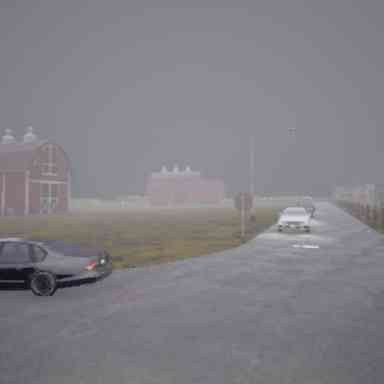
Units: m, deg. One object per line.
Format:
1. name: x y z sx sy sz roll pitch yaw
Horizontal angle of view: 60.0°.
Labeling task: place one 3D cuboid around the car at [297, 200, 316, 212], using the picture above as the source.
1. car: 11.446 1.812 34.058 2.128 1.511 4.902 -1 -1 21

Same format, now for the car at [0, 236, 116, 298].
1. car: -4.879 1.939 9.013 5.357 1.411 2.033 -1 -2 3

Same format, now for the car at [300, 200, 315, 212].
1. car: 16.348 1.948 46.852 1.837 1.490 4.892 -1 -1 21

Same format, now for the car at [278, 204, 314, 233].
1. car: 6.669 1.728 21.474 1.812 1.442 4.674 -1 -1 21
